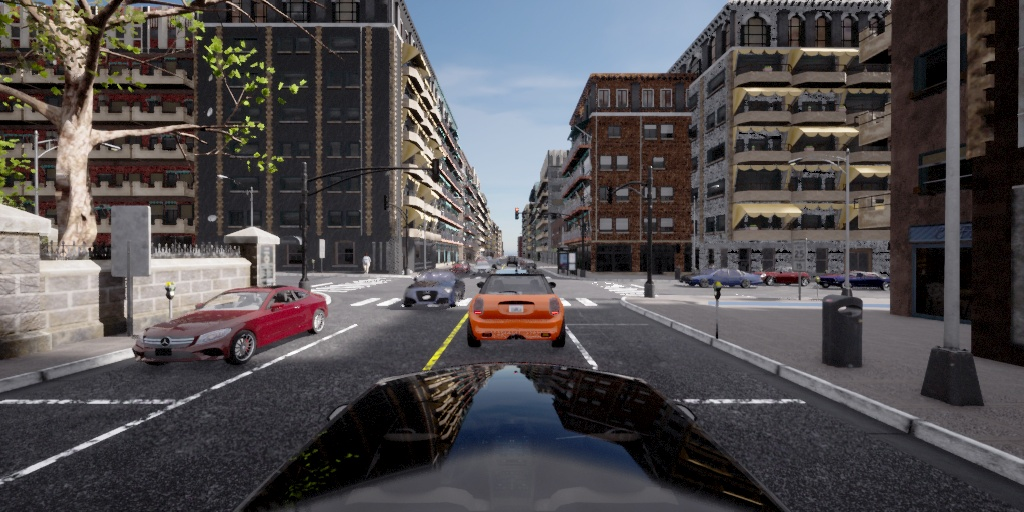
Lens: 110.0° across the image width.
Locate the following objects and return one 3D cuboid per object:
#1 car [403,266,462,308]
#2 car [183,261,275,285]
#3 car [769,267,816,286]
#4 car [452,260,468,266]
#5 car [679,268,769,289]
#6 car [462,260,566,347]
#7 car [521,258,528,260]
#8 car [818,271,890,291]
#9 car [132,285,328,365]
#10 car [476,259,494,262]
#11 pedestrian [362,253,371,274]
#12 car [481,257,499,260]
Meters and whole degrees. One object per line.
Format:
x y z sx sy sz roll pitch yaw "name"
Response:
-3.114 1.313 15.083 1.994 1.385 4.181 0 0 0 "car"
-17.673 1.034 22.550 4.181 1.385 1.994 1 0 -1 "car"
21.348 1.571 28.834 4.097 1.591 1.967 0 0 -1 "car"
-5.735 1.187 40.364 1.967 1.591 4.097 0 0 0 "car"
15.220 1.584 26.190 5.357 1.411 2.033 1 0 -1 "car"
0.118 1.101 9.463 2.097 1.767 4.553 0 0 1 "car"
2.631 1.298 51.646 2.007 1.370 4.403 0 0 0 "car"
25.253 1.815 26.321 4.718 1.301 1.895 1 0 -1 "car"
-5.696 1.331 7.953 1.802 1.307 4.207 0 0 0 "car"
-3.052 1.273 37.032 1.812 1.442 4.674 0 0 -3 "car"
-12.748 0.651 31.348 0.375 1.860 0.375 0 -1 -1 "pedestrian"
-3.157 1.255 53.425 1.837 1.490 4.892 0 -1 0 "car"
